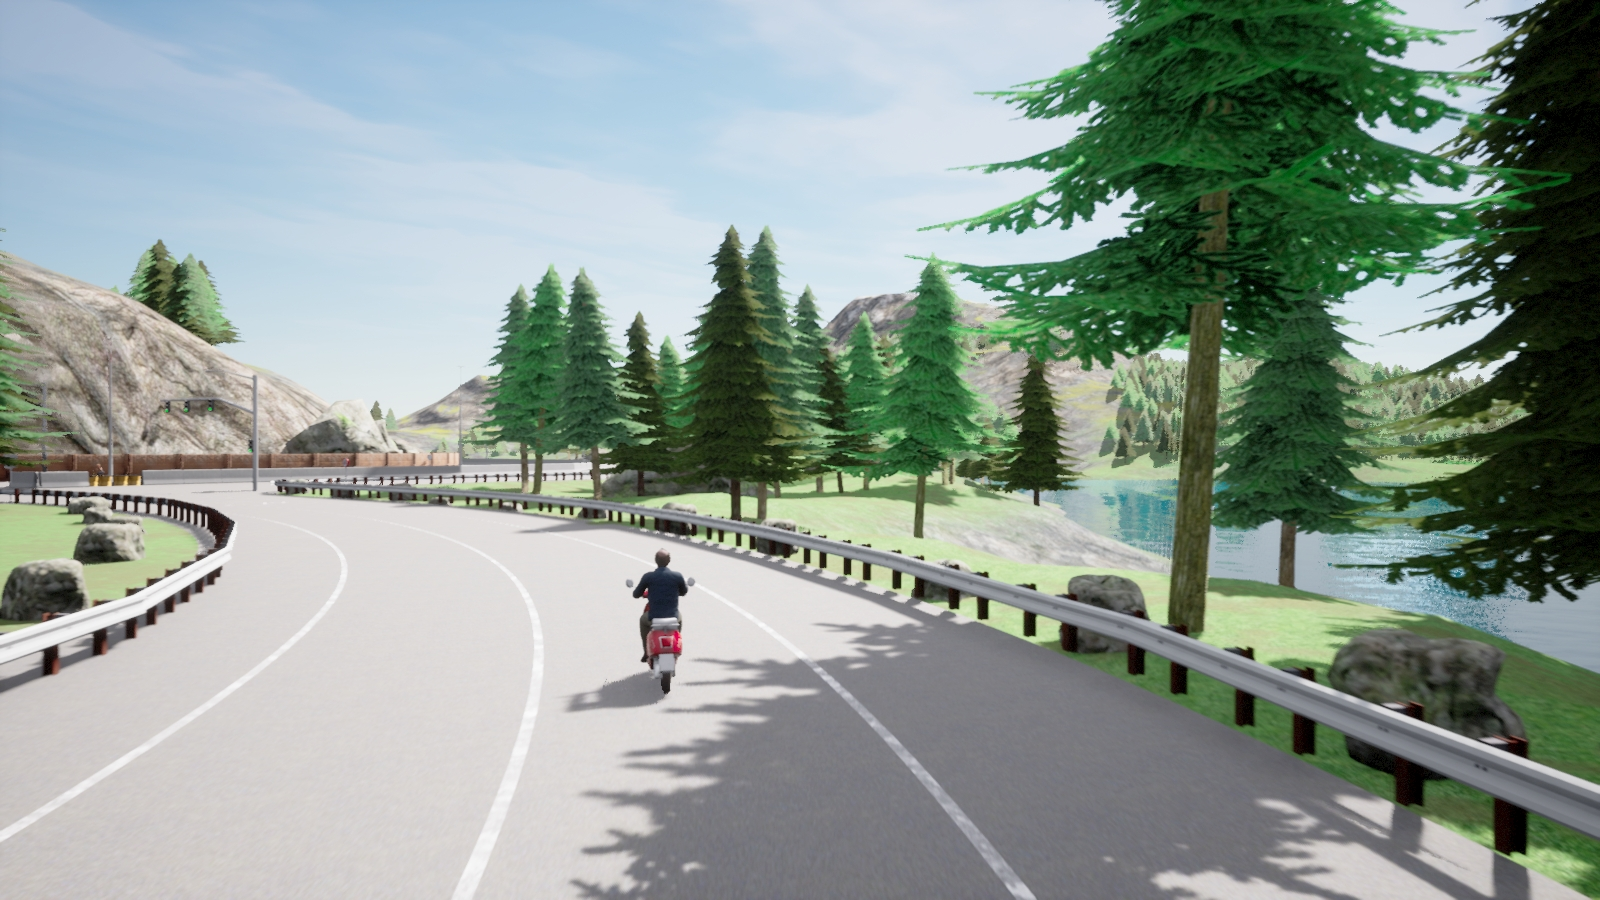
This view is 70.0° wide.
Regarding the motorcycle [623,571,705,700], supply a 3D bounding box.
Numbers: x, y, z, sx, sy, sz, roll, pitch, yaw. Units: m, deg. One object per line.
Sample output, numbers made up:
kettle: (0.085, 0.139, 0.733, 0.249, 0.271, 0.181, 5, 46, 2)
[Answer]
motorcycle: (-1.671, 2.182, 13.789, 0.856, 1.236, 1.805, 0, 0, -11)
